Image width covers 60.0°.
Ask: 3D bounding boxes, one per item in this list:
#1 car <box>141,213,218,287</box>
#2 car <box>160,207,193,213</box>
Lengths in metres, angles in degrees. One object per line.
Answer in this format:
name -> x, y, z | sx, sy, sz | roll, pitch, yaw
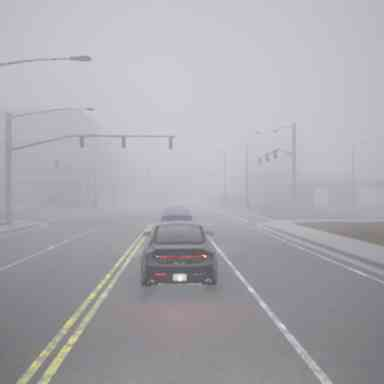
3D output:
car -> -0.382, 1.585, 9.567 | 1.837, 1.490, 4.892 | 0, 0, -3
car -> -0.972, 1.648, 20.888 | 1.882, 1.535, 5.008 | 0, 0, -3
